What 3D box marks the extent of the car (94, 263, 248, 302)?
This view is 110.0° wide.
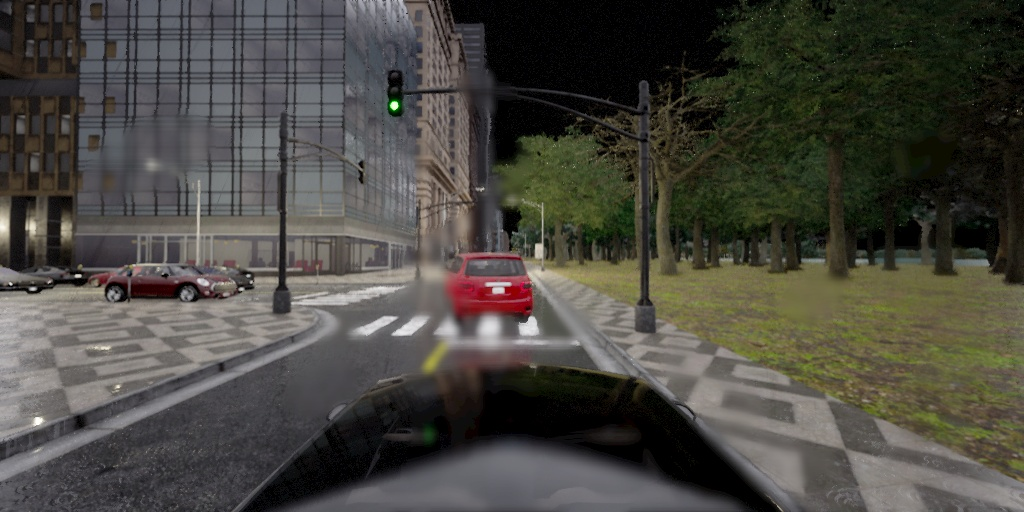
[{"bbox_3d":[-13.486,1.019,14.401,4.097,1.591,1.967,0,0,-1],"label":"car"}]

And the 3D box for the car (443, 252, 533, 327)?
[{"bbox_3d":[-0.961,0.896,11.567,2.150,2.045,5.566,0,1,-13],"label":"car"}]

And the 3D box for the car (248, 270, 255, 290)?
[{"bbox_3d":[-15.353,1.180,17.139,5.357,1.411,2.033,0,-1,6],"label":"car"}]

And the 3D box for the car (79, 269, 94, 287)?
[{"bbox_3d":[-24.397,1.329,22.961,4.207,1.307,1.802,0,0,0],"label":"car"}]

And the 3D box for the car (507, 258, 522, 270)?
[{"bbox_3d":[0.317,1.008,48.010,1.882,1.535,5.008,0,0,0],"label":"car"}]

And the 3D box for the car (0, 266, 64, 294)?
[{"bbox_3d":[-25.507,1.185,17.121,5.357,1.411,2.033,0,-1,0],"label":"car"}]

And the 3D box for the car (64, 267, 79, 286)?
[{"bbox_3d":[-29.884,1.317,22.979,4.313,1.339,1.948,0,0,0],"label":"car"}]
